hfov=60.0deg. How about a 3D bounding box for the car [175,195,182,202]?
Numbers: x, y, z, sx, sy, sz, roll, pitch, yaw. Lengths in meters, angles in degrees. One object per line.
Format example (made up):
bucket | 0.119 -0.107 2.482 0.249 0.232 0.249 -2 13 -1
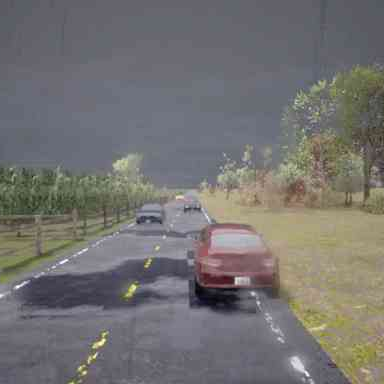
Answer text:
car | -2.790 1.396 75.361 1.882 1.535 5.008 0 0 0

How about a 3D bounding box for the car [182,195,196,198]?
car | -0.012 1.324 47.748 2.097 1.767 4.553 0 0 0

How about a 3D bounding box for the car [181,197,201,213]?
car | 0.067 1.585 37.527 1.895 1.301 4.718 0 0 0

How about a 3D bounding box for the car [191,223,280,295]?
car | 0.959 1.526 8.626 1.812 1.442 4.674 0 0 0

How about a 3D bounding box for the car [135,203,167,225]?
car | -2.860 1.541 24.407 2.033 1.411 5.357 0 0 0
